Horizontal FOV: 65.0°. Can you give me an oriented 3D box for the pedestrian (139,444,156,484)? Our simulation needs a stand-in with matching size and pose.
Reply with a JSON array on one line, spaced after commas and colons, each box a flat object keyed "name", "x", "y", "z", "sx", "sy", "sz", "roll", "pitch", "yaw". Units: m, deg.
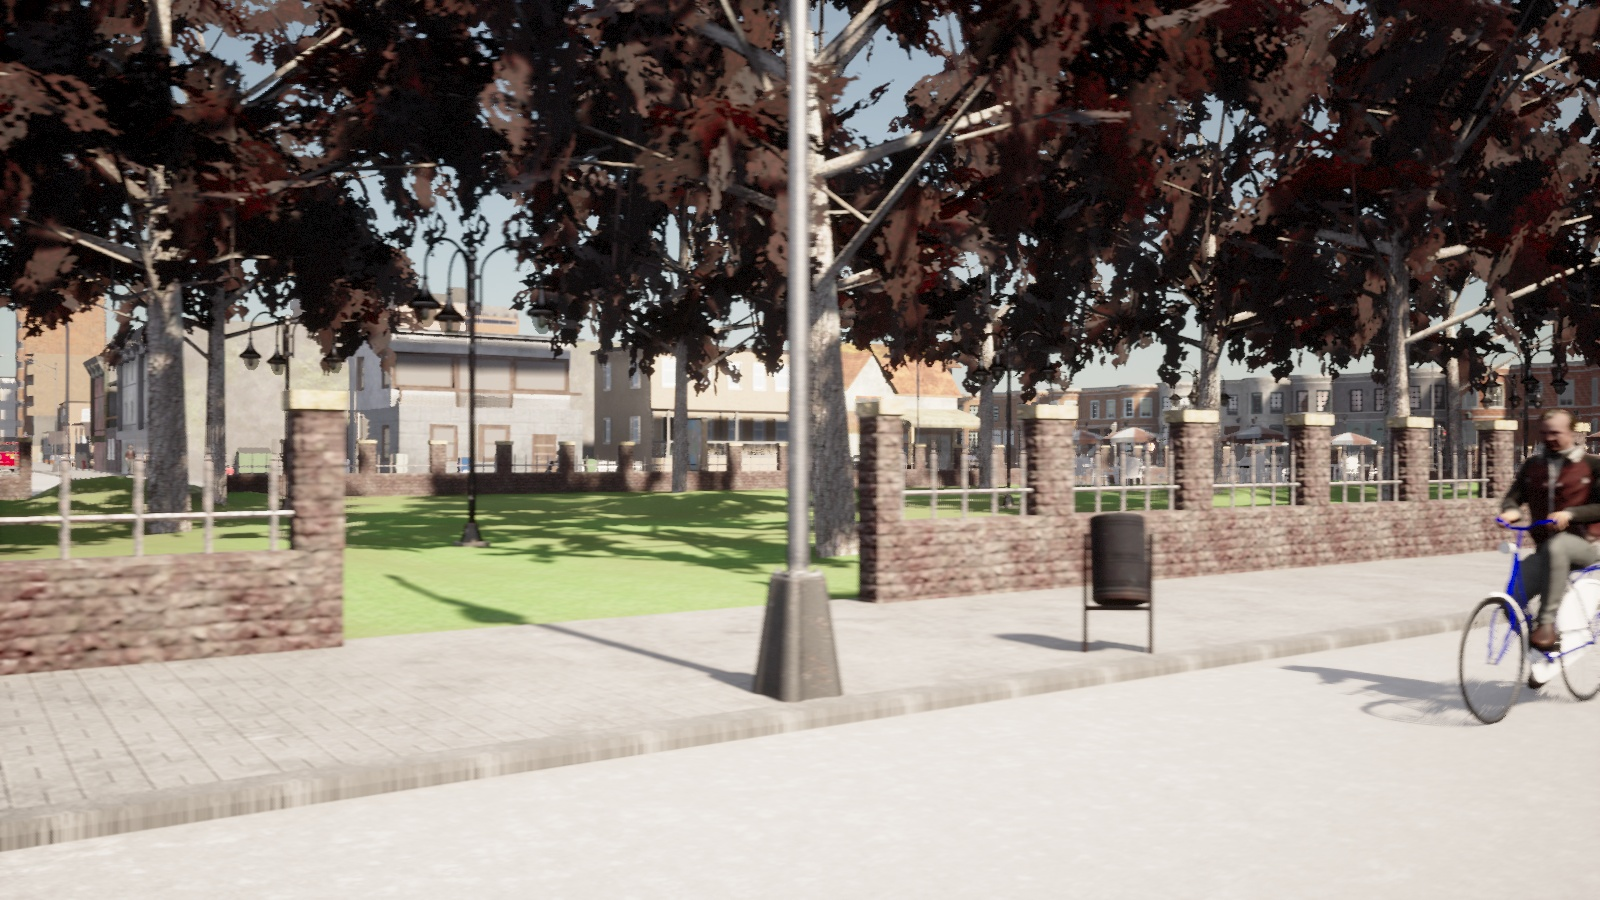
[{"name": "pedestrian", "x": -30.610, "y": 0.664, "z": 58.924, "sx": 0.540, "sy": 1.848, "sz": 0.694, "roll": 0, "pitch": 0, "yaw": -14}]

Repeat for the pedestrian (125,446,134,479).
[{"name": "pedestrian", "x": -38.043, "y": 0.710, "z": 71.259, "sx": 0.376, "sy": 1.854, "sz": 0.720, "roll": 0, "pitch": 0, "yaw": -35}]

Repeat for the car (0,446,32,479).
[{"name": "car", "x": -50.388, "y": 0.766, "z": 80.044, "sx": 2.150, "sy": 2.045, "sz": 5.566, "roll": 0, "pitch": 0, "yaw": -35}]

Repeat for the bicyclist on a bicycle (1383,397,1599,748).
[{"name": "bicyclist on a bicycle", "x": 4.146, "y": 0.624, "z": 7.155, "sx": 1.843, "sy": 1.776, "sz": 0.659, "roll": 0, "pitch": 0, "yaw": -35}]
